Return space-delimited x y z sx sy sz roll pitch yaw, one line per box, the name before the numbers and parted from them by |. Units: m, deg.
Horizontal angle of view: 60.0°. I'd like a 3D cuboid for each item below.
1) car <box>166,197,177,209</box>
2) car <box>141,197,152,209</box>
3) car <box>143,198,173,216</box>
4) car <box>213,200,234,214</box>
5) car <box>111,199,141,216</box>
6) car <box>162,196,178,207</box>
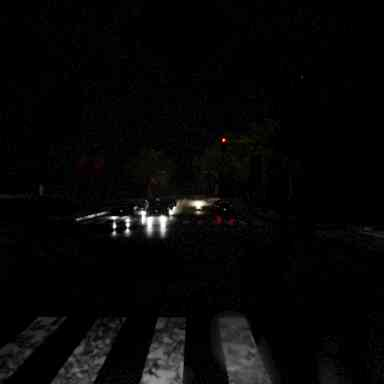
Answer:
car | -3.330 1.484 42.391 1.882 1.535 5.008 0 0 -1
car | -6.579 1.607 42.226 1.895 1.301 4.718 0 0 0
car | -3.250 1.572 32.263 1.994 1.385 4.181 0 0 0
car | 3.303 1.533 35.499 1.812 1.442 4.674 0 0 1
car | -6.506 1.572 32.391 1.994 1.385 4.181 0 0 -1
car | -3.405 1.496 52.608 2.128 1.511 4.902 0 0 0
